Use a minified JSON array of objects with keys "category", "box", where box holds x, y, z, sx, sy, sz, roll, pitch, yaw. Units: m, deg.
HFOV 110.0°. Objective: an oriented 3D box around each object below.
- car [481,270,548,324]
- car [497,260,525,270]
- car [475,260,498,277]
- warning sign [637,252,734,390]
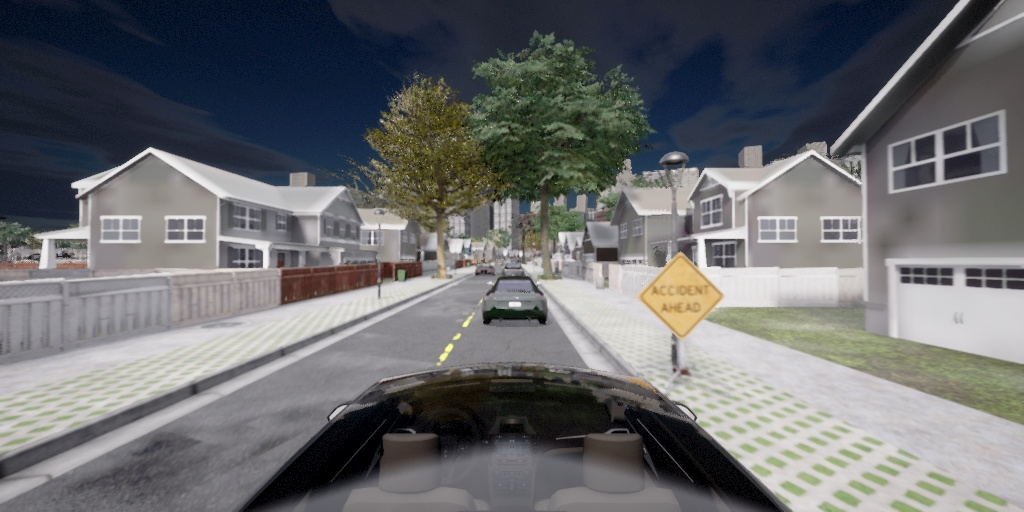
[{"category":"car","box":[0.091,1.344,12.177,1.994,1.385,4.181,0,0,0]},{"category":"car","box":[0.113,1.334,31.004,2.128,1.511,4.902,0,0,0]},{"category":"car","box":[-2.820,1.435,38.141,1.994,1.385,4.181,0,0,0]},{"category":"warning sign","box":[2.519,0.876,5.331,1.300,1.860,1.060,0,0,0]}]
